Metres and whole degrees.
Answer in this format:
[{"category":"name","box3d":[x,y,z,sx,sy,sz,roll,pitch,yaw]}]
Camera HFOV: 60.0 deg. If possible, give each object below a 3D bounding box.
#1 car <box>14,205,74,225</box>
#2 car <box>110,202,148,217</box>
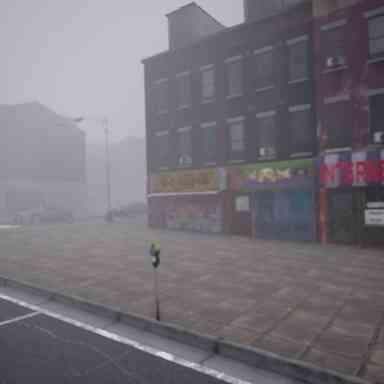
[{"category":"car","box3d":[-11.277,1.706,25.512,1.994,1.385,4.181,-3,-1,36]},{"category":"car","box3d":[-5.804,1.685,33.088,2.033,1.411,5.357,-3,-1,35]}]
